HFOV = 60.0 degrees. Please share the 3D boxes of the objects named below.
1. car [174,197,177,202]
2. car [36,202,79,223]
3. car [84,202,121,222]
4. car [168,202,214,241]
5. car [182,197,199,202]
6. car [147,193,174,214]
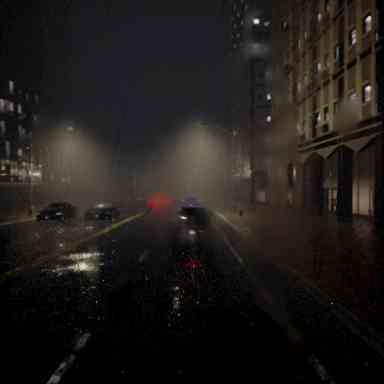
[{"bbox_3d":[-3.470,1.428,53.857,1.895,1.301,4.718,0,0,0],"label":"car"},{"bbox_3d":[-9.991,1.472,25.137,1.812,1.442,4.674,0,0,0],"label":"car"},{"bbox_3d":[-6.740,1.501,25.472,1.994,1.385,4.181,0,0,0],"label":"car"},{"bbox_3d":[0.005,1.457,16.397,1.837,1.490,4.892,0,1,0],"label":"car"},{"bbox_3d":[-0.137,1.346,40.391,1.882,1.535,5.008,0,0,0],"label":"car"},{"bbox_3d":[-3.354,1.116,34.755,2.150,2.045,5.566,0,0,0],"label":"car"}]
